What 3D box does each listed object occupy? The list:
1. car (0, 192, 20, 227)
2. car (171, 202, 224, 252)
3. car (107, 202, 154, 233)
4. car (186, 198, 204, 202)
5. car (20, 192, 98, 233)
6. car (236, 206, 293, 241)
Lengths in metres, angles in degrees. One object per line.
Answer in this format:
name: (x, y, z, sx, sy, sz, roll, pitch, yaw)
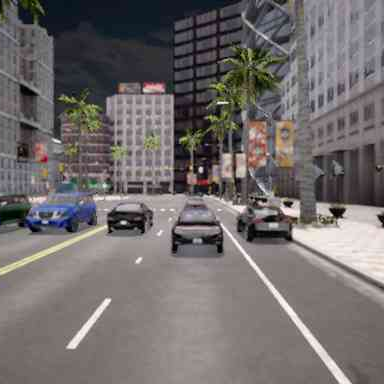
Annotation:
car: (-10.473, 1.050, 17.447, 2.150, 2.045, 5.566, 0, 1, 0)
car: (0.194, 1.373, 13.303, 2.128, 1.511, 4.902, 0, 1, 0)
car: (-3.278, 1.308, 18.443, 1.882, 1.535, 5.008, 0, 0, 0)
car: (0.265, 1.267, 26.621, 1.837, 1.490, 4.892, 0, 0, 0)
car: (-6.964, 1.044, 18.558, 2.150, 2.045, 5.566, 0, 1, 0)
car: (3.300, 1.376, 15.829, 2.161, 1.482, 4.786, 0, 1, 0)
